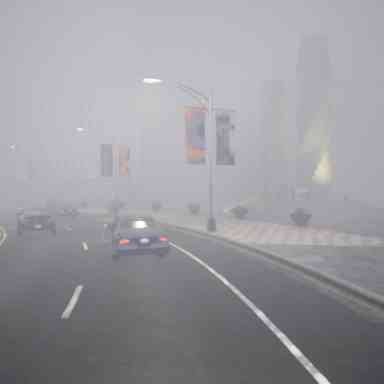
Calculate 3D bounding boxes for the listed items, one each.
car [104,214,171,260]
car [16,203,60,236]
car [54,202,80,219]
[{"bbox_3d":[-2.245,1.550,12.618,2.033,1.411,5.357,0,0,-18],"label":"car"},{"bbox_3d":[-8.796,1.564,18.718,1.812,1.442,4.674,0,0,-28],"label":"car"},{"bbox_3d":[-11.514,1.593,28.659,2.033,1.411,5.357,0,0,-42],"label":"car"}]
